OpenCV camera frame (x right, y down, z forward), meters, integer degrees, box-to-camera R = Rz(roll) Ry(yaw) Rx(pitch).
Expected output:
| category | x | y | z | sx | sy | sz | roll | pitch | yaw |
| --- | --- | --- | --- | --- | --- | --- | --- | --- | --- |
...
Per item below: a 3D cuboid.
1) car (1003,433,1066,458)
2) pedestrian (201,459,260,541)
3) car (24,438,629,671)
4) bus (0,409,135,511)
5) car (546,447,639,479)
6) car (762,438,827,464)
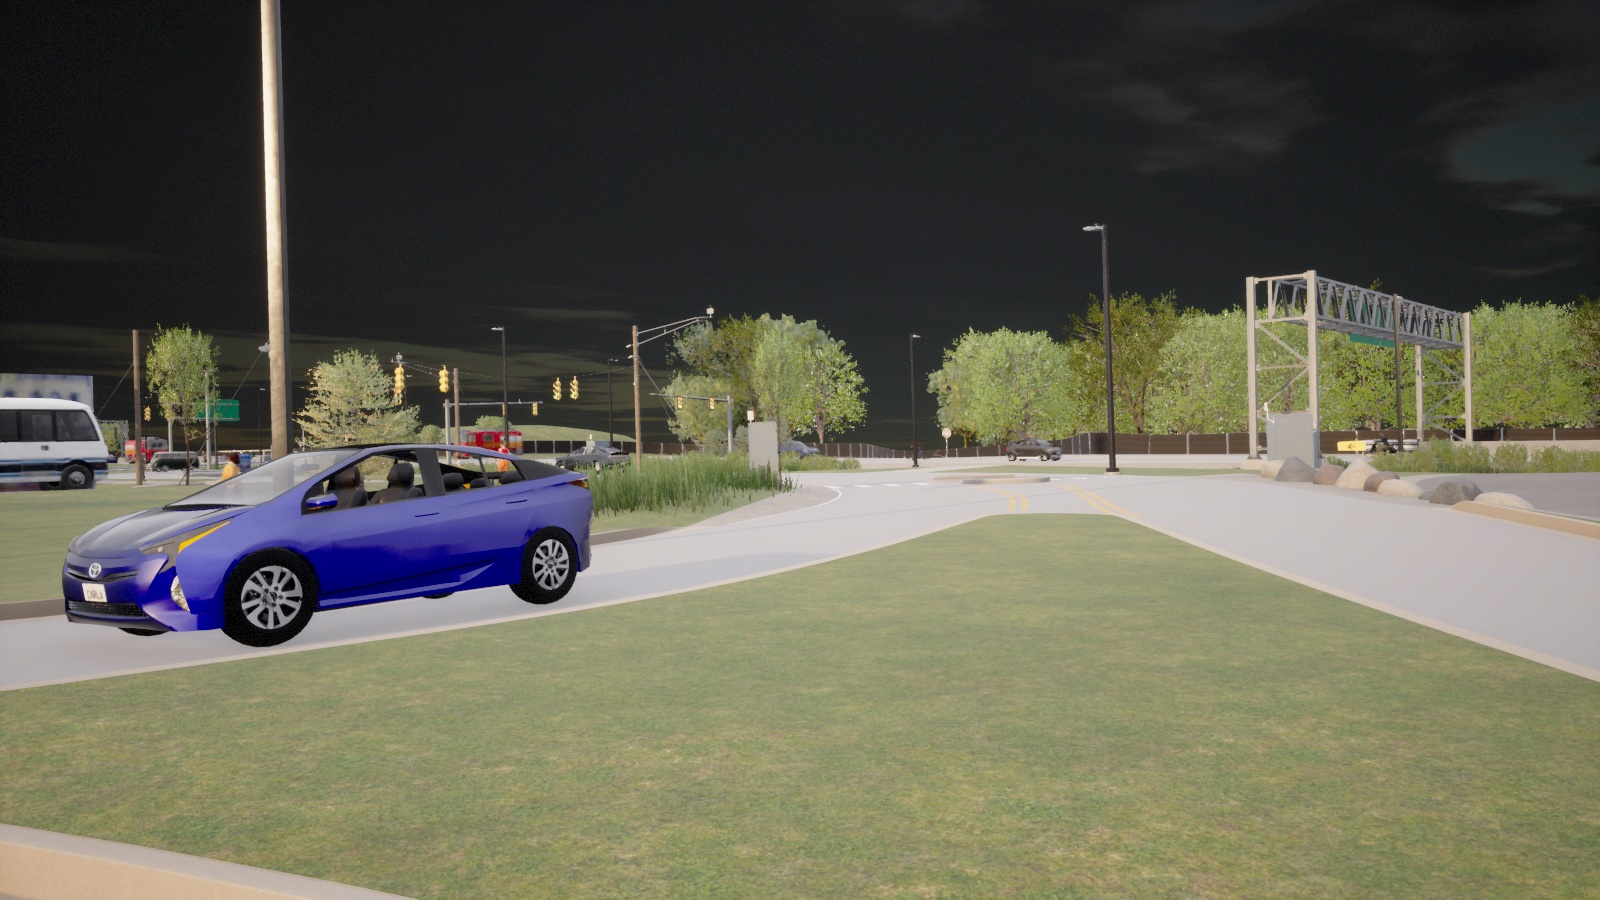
| category | x | y | z | sx | sy | sz | roll | pitch | yaw |
| --- | --- | --- | --- | --- | --- | --- | --- | --- | --- |
| car | 15.775 | -0.275 | 84.456 | 3.705 | 1.549 | 1.789 | -2 | 0 | 41 |
| pedestrian | -13.339 | 1.170 | 29.407 | 0.874 | 1.855 | 0.900 | -4 | -1 | 41 |
| car | -3.810 | 0.737 | 10.917 | 2.007 | 1.525 | 4.514 | -3 | -1 | 35 |
| bus | -35.010 | 0.514 | 54.145 | 3.944 | 4.253 | 10.273 | -4 | -1 | 41 |
| car | -10.969 | 0.716 | 66.253 | 4.902 | 1.511 | 2.128 | -2 | 0 | 41 |
| car | -0.442 | 0.088 | 93.967 | 4.553 | 1.767 | 2.097 | -2 | 0 | 41 |
